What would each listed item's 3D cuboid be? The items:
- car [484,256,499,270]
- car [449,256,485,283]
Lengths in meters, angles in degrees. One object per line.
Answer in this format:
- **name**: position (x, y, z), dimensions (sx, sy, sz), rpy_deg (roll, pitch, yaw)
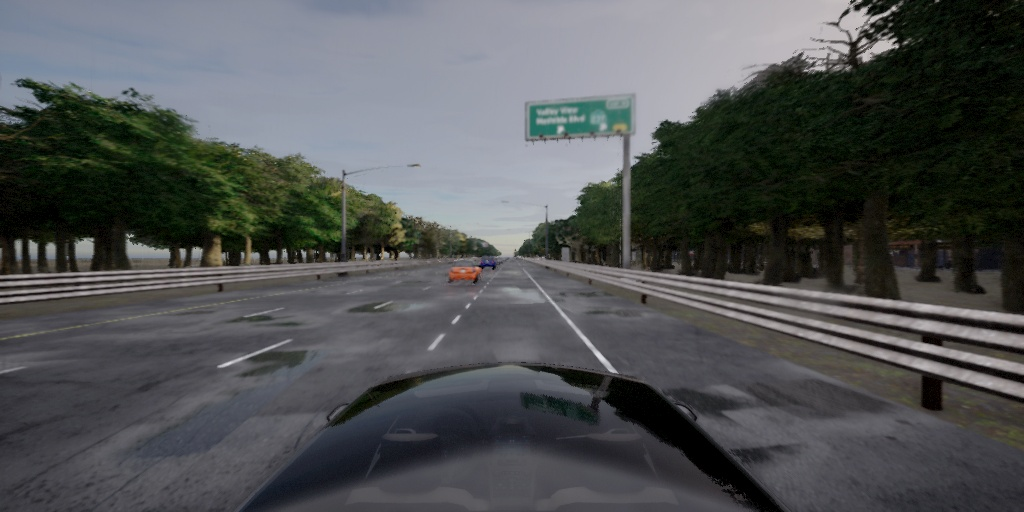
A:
- **car**: position (-3.504, 0.983, 53.890), dimensions (2.150, 2.045, 5.566), rpy_deg (0, 0, 0)
- **car**: position (-3.503, 1.105, 27.700), dimensions (2.097, 1.767, 4.553), rpy_deg (0, 0, 0)
